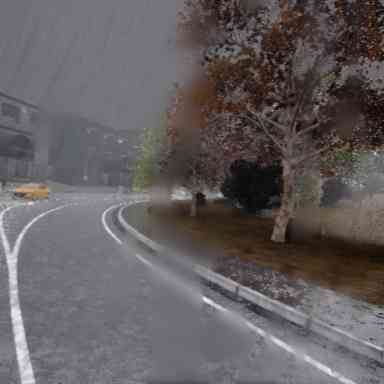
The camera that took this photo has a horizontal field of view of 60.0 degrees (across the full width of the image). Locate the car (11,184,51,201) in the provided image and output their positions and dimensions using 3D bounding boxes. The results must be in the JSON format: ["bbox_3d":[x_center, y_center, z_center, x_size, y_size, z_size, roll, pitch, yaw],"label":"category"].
[{"bbox_3d":[-14.802,-0.043,30.887,1.882,1.535,5.008,4,1,-1],"label":"car"}]
